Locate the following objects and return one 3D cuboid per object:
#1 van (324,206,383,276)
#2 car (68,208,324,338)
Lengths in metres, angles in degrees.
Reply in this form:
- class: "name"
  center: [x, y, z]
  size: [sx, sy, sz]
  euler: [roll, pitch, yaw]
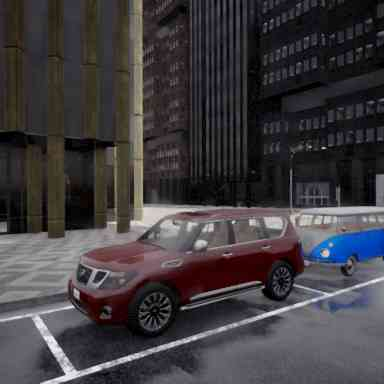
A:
- class: "van"
  center: [4.690, 1.342, 10.005]
  size: [3.998, 1.788, 1.690]
  euler: [0, 0, -36]
- class: "car"
  center: [0.193, 1.315, 6.796]
  size: [5.009, 1.841, 2.192]
  euler: [0, 0, -36]
